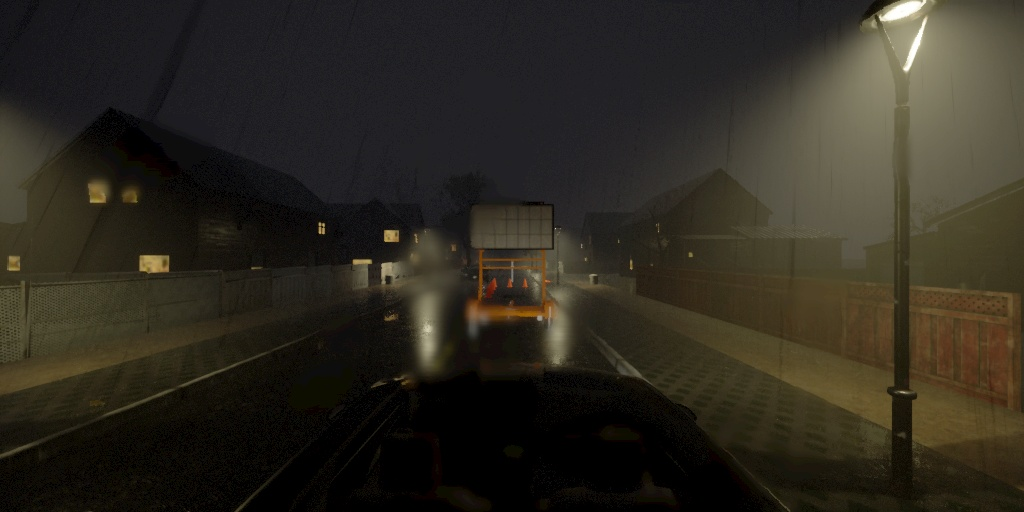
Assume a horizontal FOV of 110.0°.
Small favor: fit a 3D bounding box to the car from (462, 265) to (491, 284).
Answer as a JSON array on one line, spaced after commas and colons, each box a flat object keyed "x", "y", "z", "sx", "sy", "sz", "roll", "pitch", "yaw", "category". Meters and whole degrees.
[{"x": -2.717, "y": 1.372, "z": 27.984, "sx": 1.994, "sy": 1.385, "sz": 4.181, "roll": 0, "pitch": 0, "yaw": 0, "category": "car"}]

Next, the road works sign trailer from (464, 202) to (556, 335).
[{"x": 0.012, "y": 0.220, "z": 10.535, "sx": 2.380, "sy": 3.560, "sz": 2.880, "roll": 0, "pitch": 0, "yaw": 0, "category": "road works sign trailer"}]
